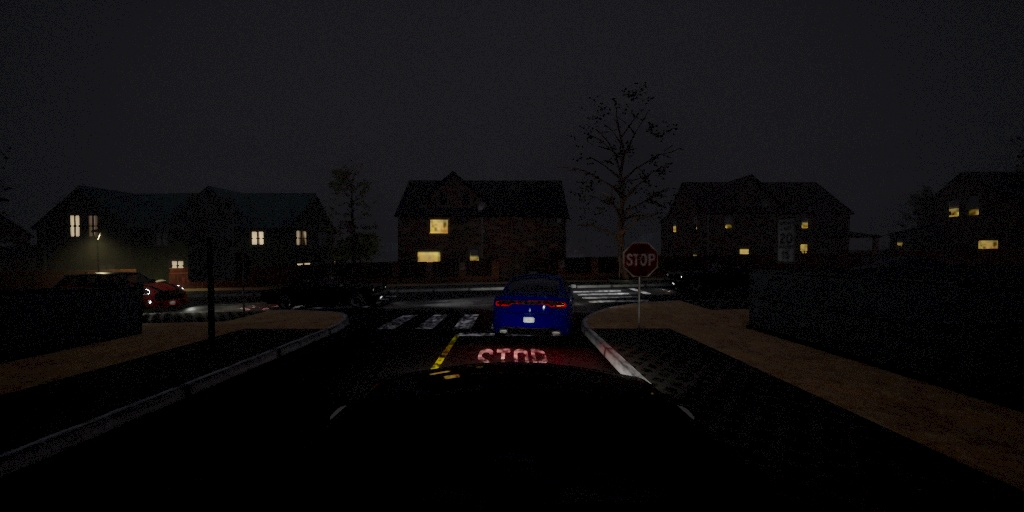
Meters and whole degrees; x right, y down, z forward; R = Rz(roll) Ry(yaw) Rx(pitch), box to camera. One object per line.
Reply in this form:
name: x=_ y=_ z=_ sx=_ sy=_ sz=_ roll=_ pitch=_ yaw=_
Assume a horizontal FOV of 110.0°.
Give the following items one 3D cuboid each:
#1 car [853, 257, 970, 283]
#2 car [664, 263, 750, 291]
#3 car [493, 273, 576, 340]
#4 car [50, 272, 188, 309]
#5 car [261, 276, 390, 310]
car: x=20.051 y=0.753 z=18.342 sx=5.357 sy=1.411 sz=2.033 roll=-1 pitch=1 yaw=0
car: x=10.406 y=1.034 z=18.303 sx=4.718 sy=1.301 sz=1.895 roll=-1 pitch=1 yaw=-1
car: x=0.784 y=1.226 z=10.165 sx=1.882 sy=1.535 sz=5.008 roll=0 pitch=0 yaw=10
car: x=-16.803 y=1.472 z=15.360 sx=4.553 sy=1.767 sz=2.097 roll=-1 pitch=1 yaw=0
car: x=-7.815 y=1.506 z=15.371 sx=4.718 sy=1.301 sz=1.895 roll=-1 pitch=1 yaw=0
